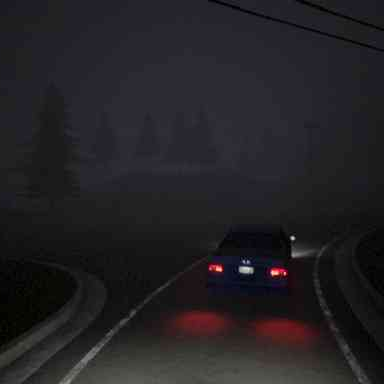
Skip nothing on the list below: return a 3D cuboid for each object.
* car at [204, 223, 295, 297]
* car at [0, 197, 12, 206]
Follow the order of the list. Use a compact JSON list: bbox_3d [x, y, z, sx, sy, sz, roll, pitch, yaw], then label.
[{"bbox_3d":[1.704,1.542,8.792,2.033,1.411,5.357,0,0,15],"label":"car"},{"bbox_3d":[-30.300,1.491,53.773,1.812,1.442,4.674,1,0,-33],"label":"car"}]
